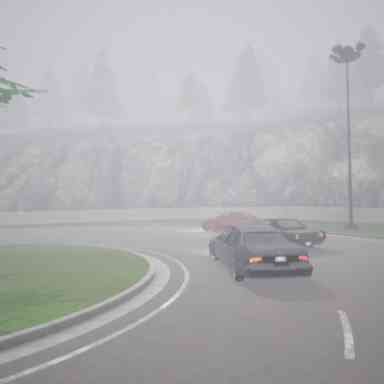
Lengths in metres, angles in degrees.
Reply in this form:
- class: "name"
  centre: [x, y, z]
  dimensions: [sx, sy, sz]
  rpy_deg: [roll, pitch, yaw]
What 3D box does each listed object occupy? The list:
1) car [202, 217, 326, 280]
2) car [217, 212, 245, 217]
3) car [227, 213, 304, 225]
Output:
- class: "car"
  centre: [1.860, 1.753, 10.641]
  dimensions: [2.033, 1.411, 5.357]
  rpy_deg: [-1, -1, -7]
- class: "car"
  centre: [2.679, 1.998, 22.080]
  dimensions: [4.181, 1.385, 1.994]
  rpy_deg: [-2, -2, 43]
- class: "car"
  centre: [3.812, 1.881, 15.624]
  dimensions: [1.895, 1.301, 4.718]
  rpy_deg: [0, -1, -25]
